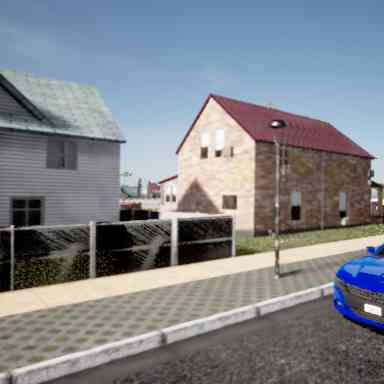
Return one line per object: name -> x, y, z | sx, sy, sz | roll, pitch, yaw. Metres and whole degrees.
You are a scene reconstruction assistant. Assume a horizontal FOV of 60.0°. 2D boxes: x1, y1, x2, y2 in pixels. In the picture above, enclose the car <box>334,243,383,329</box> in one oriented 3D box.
car -> 4.749, 1.500, 6.440 | 5.008, 1.535, 1.882 | 0, 0, -35
